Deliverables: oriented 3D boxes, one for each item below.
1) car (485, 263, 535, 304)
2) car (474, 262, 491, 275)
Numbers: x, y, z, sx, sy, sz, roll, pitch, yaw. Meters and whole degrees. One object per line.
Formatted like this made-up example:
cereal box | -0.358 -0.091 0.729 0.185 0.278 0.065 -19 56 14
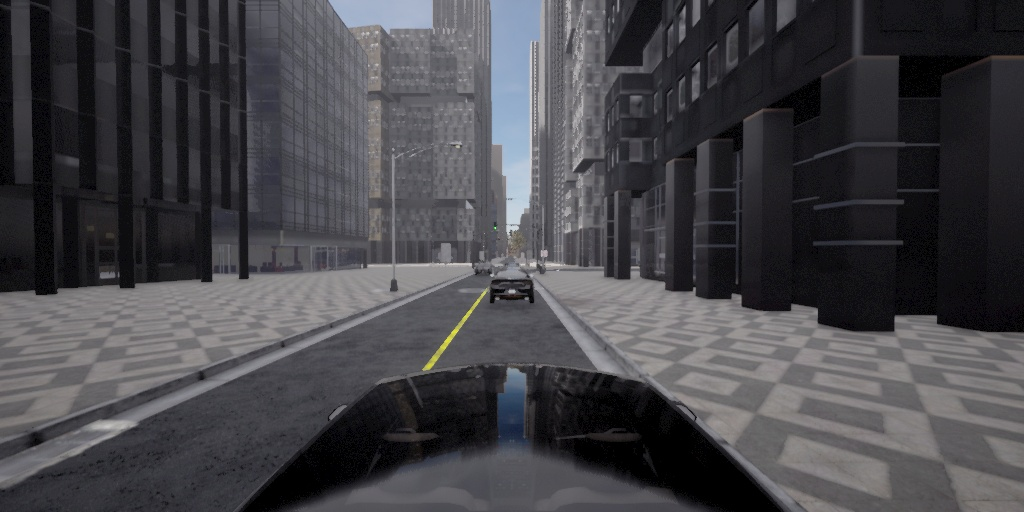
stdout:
car | -0.001 1.244 16.504 1.882 1.535 5.008 0 0 0
car | -3.000 1.382 39.509 1.837 1.490 4.892 0 0 0
